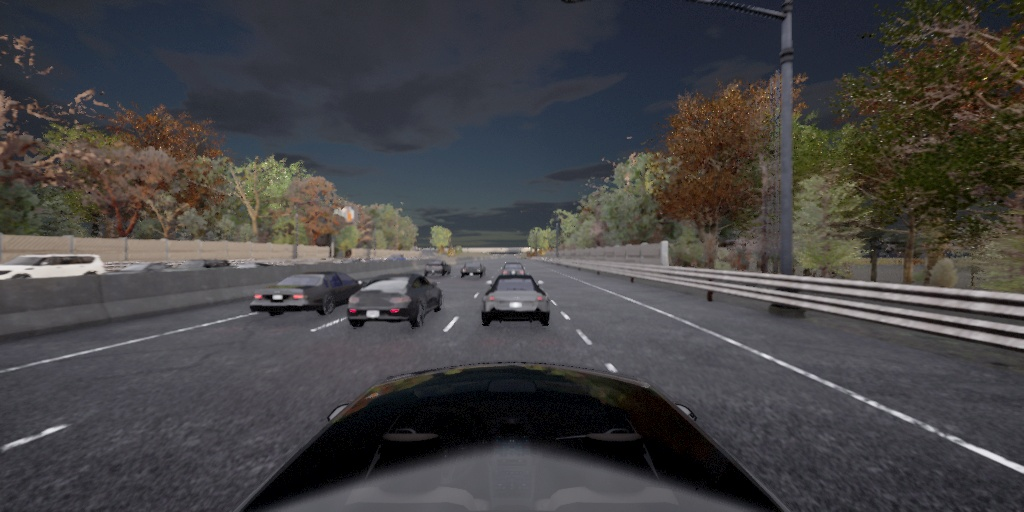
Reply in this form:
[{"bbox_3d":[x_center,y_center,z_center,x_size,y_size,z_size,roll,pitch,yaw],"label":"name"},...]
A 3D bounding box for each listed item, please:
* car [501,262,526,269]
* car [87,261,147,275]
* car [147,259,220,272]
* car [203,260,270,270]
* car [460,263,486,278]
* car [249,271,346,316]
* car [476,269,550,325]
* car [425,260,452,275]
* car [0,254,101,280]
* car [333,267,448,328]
[{"bbox_3d":[0.097,1.205,28.078,2.033,1.411,5.357,0,0,0],"label":"car"},{"bbox_3d":[-24.609,1.196,24.015,1.812,1.442,4.674,0,0,0],"label":"car"},{"bbox_3d":[-21.100,1.022,24.197,2.097,1.767,4.553,0,0,0],"label":"car"},{"bbox_3d":[-17.610,1.196,24.031,1.812,1.442,4.674,0,0,0],"label":"car"},{"bbox_3d":[-3.402,1.245,32.324,1.895,1.301,4.718,0,0,0],"label":"car"},{"bbox_3d":[-6.902,1.255,13.063,2.033,1.411,5.357,0,0,0],"label":"car"},{"bbox_3d":[0.099,1.276,11.627,1.994,1.385,4.181,0,0,0],"label":"car"},{"bbox_3d":[-6.902,1.132,33.744,2.128,1.511,4.902,0,0,0],"label":"car"},{"bbox_3d":[-28.100,0.900,21.533,2.150,2.045,5.566,0,0,0],"label":"car"},{"bbox_3d":[-3.400,1.240,11.069,1.812,1.442,4.674,0,0,0],"label":"car"}]
